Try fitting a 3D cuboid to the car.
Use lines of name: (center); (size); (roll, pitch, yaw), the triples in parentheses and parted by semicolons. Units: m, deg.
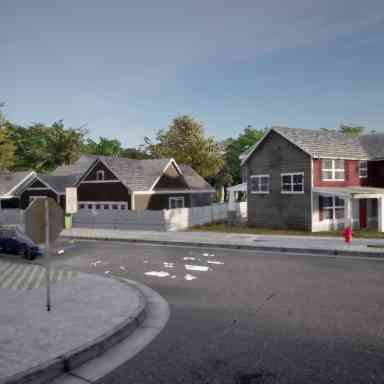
car: (-7.741, 2.149, 15.092); (5.357, 1.411, 2.033); (-2, 0, 30)
